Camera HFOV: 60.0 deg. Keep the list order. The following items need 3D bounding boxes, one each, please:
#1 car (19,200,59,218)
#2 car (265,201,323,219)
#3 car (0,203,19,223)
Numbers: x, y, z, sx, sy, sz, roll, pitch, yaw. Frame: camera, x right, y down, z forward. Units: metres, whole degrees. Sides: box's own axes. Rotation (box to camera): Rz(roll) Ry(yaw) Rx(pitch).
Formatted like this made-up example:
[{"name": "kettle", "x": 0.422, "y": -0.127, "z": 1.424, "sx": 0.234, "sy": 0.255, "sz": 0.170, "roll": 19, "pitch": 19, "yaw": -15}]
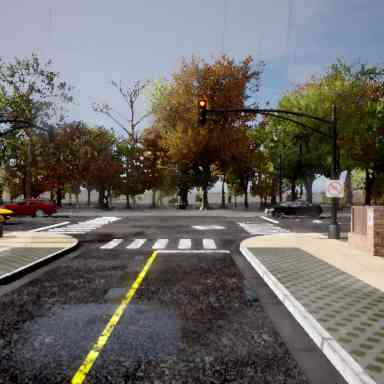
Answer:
[{"name": "car", "x": -14.533, "y": 1.448, "z": 29.614, "sx": 5.008, "sy": 1.535, "sz": 1.882, "roll": 0, "pitch": 0, "yaw": 0}, {"name": "car", "x": 9.034, "y": 1.550, "z": 29.593, "sx": 4.902, "sy": 1.511, "sz": 2.128, "roll": 0, "pitch": 0, "yaw": 0}, {"name": "car", "x": -15.083, "y": 1.434, "z": 22.912, "sx": 5.008, "sy": 1.535, "sz": 1.882, "roll": 0, "pitch": 0, "yaw": 0}]
